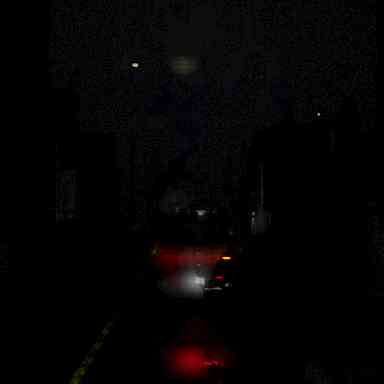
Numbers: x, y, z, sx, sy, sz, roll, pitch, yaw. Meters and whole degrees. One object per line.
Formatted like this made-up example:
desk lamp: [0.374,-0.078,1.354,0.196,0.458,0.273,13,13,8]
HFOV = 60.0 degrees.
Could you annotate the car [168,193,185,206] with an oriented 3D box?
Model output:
car: [-2.592,1.283,50.542,2.128,1.511,4.902,0,0,0]

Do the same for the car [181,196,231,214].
car: [1.036,1.167,21.626,2.097,1.767,4.553,1,4,14]

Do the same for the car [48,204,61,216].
car: [-14.327,1.396,29.736,5.008,1.535,1.882,0,-1,-1]

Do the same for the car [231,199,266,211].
car: [5.481,1.443,36.967,5.357,1.411,2.033,-1,-1,8]

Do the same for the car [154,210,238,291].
car: [0.089,1.477,8.913,1.837,1.490,4.892,0,0,0]
